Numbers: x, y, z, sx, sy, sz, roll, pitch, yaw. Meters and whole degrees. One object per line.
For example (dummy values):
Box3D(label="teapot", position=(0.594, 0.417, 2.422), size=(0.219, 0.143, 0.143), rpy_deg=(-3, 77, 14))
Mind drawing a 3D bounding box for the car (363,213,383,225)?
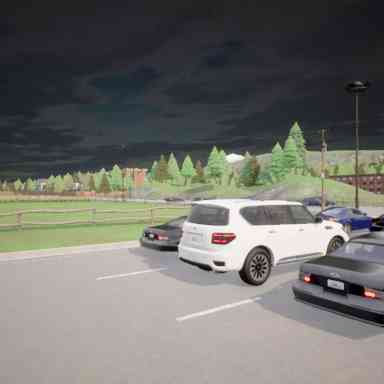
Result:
Box3D(label="car", position=(10.306, 1.478, 15.469), size=(5.008, 1.535, 1.882), rpy_deg=(0, 0, -35))

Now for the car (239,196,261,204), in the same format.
Box3D(label="car", position=(11.586, 1.564, 66.917), size=(1.994, 1.385, 4.181), rpy_deg=(0, 0, -36))

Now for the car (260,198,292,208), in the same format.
Box3D(label="car", position=(12.191, 1.563, 48.206), size=(1.994, 1.385, 4.181), rpy_deg=(0, 0, -36))

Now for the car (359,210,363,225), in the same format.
Box3D(label="car", position=(8.442, 1.526, 18.431), size=(4.674, 1.442, 1.812), rpy_deg=(0, 0, -36))

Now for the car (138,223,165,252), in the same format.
Box3D(label="car", position=(0.660, 1.547, 12.834), size=(5.357, 1.411, 2.033), rpy_deg=(0, 0, -36))

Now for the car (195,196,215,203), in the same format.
Box3D(label="car", position=(2.720, 1.595, 73.119), size=(1.895, 1.301, 4.718), rpy_deg=(0, 0, -36))

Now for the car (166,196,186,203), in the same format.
Box3D(label="car", position=(-3.488, 1.575, 69.746), size=(1.895, 1.301, 4.718), rpy_deg=(0, 0, -36))

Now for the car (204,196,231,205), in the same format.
Box3D(label="car", position=(4.472, 1.477, 58.749), size=(1.882, 1.535, 5.008), rpy_deg=(0, 0, -36))

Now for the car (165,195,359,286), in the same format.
Box3D(label="car", position=(2.240, 1.221, 9.662), size=(5.566, 2.045, 2.150), rpy_deg=(0, 0, -35))

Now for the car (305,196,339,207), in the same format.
Box3D(label="car", position=(20.973, 1.503, 53.993), size=(1.837, 1.490, 4.892), rpy_deg=(0, 1, -36))

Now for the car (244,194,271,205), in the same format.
Box3D(label="car", position=(11.851, 1.352, 60.539), size=(2.097, 1.767, 4.553), rpy_deg=(0, 0, -36))

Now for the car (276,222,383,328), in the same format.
Box3D(label="car", position=(4.357, 1.547, 6.871), size=(5.357, 1.411, 2.033), rpy_deg=(0, 0, -36))

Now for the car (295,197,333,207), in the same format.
Box3D(label="car", position=(18.704, 1.547, 51.164), size=(2.033, 1.411, 5.357), rpy_deg=(0, 0, -36))
